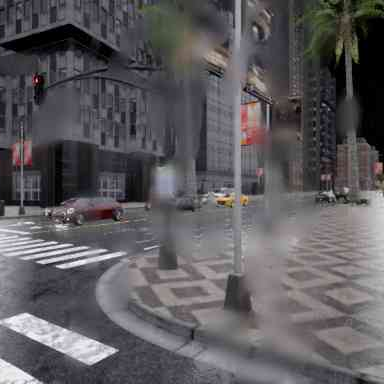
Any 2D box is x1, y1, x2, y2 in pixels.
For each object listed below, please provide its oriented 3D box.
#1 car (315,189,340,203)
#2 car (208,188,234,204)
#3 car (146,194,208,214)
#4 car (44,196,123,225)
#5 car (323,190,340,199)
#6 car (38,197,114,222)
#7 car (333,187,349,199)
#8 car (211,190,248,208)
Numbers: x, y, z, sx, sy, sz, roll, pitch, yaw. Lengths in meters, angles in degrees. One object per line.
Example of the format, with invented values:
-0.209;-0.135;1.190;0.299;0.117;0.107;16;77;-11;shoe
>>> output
17.858;0.677;44.459;1.837;1.490;4.892;0;1;35;car
3.510;0.555;41.395;2.150;2.045;5.566;0;1;35;car
-1.182;1.104;29.182;2.033;1.411;5.357;0;1;35;car
-6.659;1.075;21.450;2.097;1.767;4.553;0;1;35;car
25.807;0.353;61.297;1.882;1.535;5.008;0;1;36;car
-8.423;1.182;24.563;2.128;1.511;4.902;0;1;36;car
23.720;0.232;52.739;2.150;2.045;5.566;0;1;36;car
4.525;0.864;37.220;1.882;1.535;5.008;0;1;35;car
